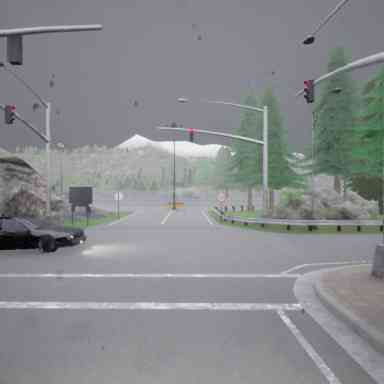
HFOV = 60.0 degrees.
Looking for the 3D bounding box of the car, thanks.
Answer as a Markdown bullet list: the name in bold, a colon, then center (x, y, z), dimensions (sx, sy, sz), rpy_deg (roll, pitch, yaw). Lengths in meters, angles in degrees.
- **car**: center (-7.168, 1.701, 13.489), dimensions (5.357, 1.411, 2.033), rpy_deg (-2, 0, 0)
